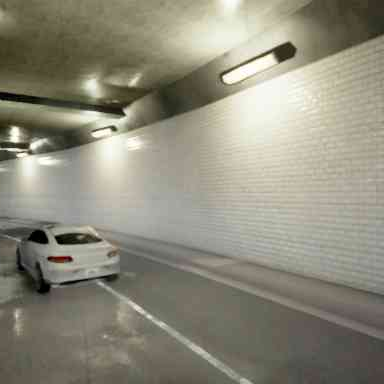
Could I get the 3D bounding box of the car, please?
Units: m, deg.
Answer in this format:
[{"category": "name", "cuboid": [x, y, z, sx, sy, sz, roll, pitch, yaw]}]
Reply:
[{"category": "car", "cuboid": [-3.528, 1.594, 9.149, 1.812, 1.442, 4.674, 0, 0, -36]}]
